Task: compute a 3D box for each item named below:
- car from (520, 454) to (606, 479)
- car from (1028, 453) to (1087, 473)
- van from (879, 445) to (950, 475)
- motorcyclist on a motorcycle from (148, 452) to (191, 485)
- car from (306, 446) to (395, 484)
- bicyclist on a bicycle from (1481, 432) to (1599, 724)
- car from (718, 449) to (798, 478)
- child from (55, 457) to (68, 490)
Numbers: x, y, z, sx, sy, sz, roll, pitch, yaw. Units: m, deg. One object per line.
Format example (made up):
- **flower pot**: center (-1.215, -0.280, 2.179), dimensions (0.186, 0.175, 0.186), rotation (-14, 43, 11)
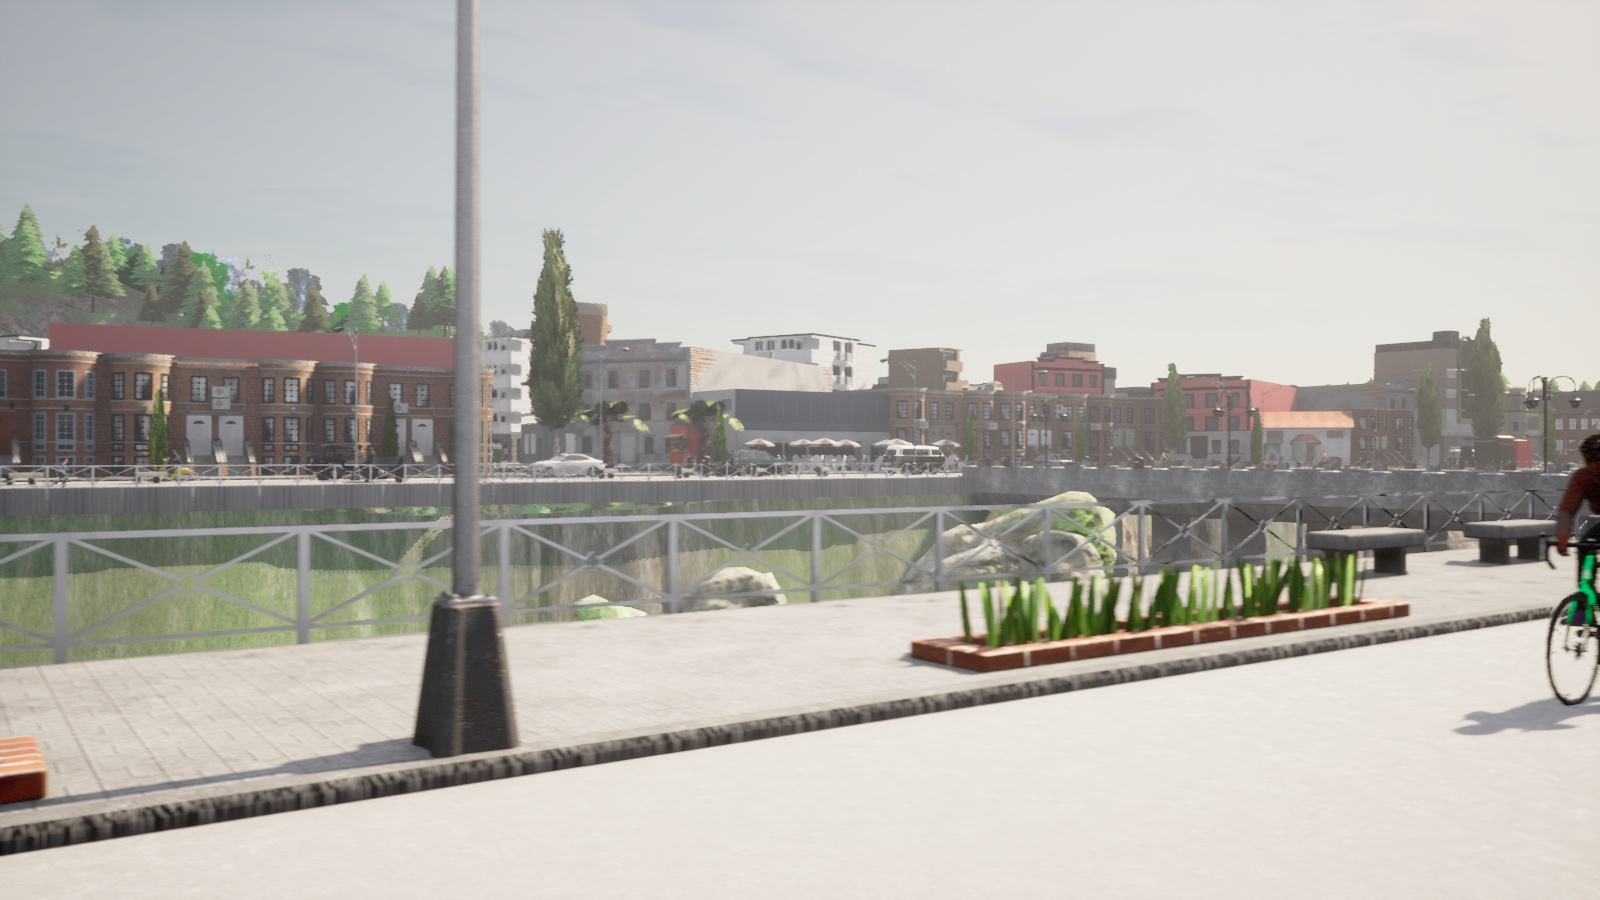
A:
- **car**: center (-14.023, 0.983, 74.518), dimensions (4.674, 1.442, 1.812), rotation (0, 0, -35)
- **car**: center (19.008, 0.945, 92.650), dimensions (4.193, 1.474, 1.816), rotation (0, 0, -35)
- **van**: center (7.721, 0.660, 84.790), dimensions (4.480, 2.038, 2.069), rotation (0, 0, -35)
- **motorcyclist on a motorcycle**: center (-31.343, 0.918, 62.455), dimensions (1.817, 1.590, 0.866), rotation (0, 0, -35)
- **car**: center (-22.740, 0.745, 63.574), dimensions (3.866, 1.878, 1.905), rotation (0, 0, -35)
- **bicyclist on a bicycle**: center (4.882, 0.706, 7.666), dimensions (1.656, 1.620, 0.582), rotation (0, 0, -35)
- **car**: center (-2.596, 0.799, 77.604), dimensions (4.553, 1.767, 2.097), rotation (0, 0, -35)
- **child**: center (-29.024, 0.917, 49.364), dimensions (0.437, 1.263, 0.270), rotation (0, 0, -34)
